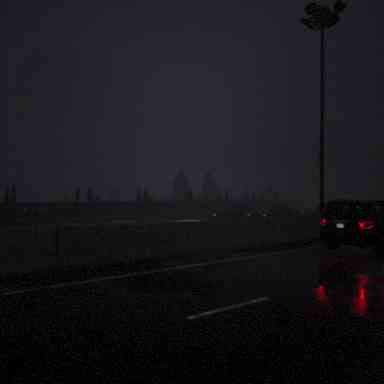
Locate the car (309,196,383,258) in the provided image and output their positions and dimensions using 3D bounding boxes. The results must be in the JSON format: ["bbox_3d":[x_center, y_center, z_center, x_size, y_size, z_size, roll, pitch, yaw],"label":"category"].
[{"bbox_3d":[7.422,1.316,13.512,5.566,2.045,2.150,0,0,-37],"label":"car"}]

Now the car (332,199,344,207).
[{"bbox_3d":[27.416,2.012,62.566,1.895,1.301,4.718,0,0,21],"label":"car"}]

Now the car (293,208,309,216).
[{"bbox_3d":[10.103,1.648,25.243,4.902,1.511,2.128,1,0,-44],"label":"car"}]

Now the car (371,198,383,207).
[{"bbox_3d":[34.041,1.925,60.319,2.128,1.511,4.902,0,0,21],"label":"car"}]

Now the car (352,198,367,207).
[{"bbox_3d":[29.998,1.900,59.673,2.128,1.511,4.902,0,0,24],"label":"car"}]

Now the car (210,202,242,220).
[{"bbox_3d":[3.642,1.640,28.821,4.892,1.490,1.837,1,0,-42],"label":"car"}]

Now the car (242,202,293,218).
[{"bbox_3d":[6.728,1.692,26.799,5.357,1.411,2.033,1,0,-42],"label":"car"}]
